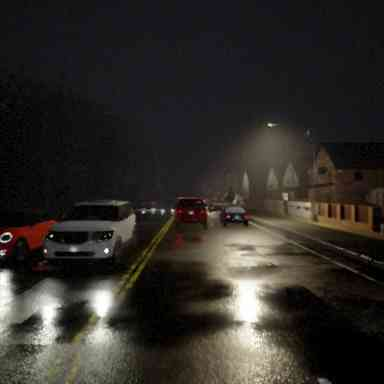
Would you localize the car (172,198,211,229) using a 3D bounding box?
[{"bbox_3d":[-0.070,1.425,23.582,2.150,2.045,5.566,0,0,0],"label":"car"}]

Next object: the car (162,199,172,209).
[{"bbox_3d":[-3.683,1.910,52.267,1.882,1.535,5.008,0,0,0],"label":"car"}]

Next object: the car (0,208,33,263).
[{"bbox_3d":[-6.686,1.458,12.402,2.097,1.767,4.553,0,0,-1],"label":"car"}]

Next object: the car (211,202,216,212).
[{"bbox_3d":[2.987,1.949,41.226,1.895,1.301,4.718,0,0,0],"label":"car"}]

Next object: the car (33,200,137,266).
[{"bbox_3d":[-3.439,1.330,12.385,2.150,2.045,5.566,0,-1,0],"label":"car"}]

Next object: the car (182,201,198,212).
[{"bbox_3d":[-0.232,1.929,45.689,2.033,1.411,5.357,0,0,0],"label":"car"}]

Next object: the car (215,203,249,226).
[{"bbox_3d":[3.112,1.767,25.305,2.033,1.411,5.357,0,0,1],"label":"car"}]

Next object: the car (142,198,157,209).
[{"bbox_3d":[-6.932,1.802,54.793,2.097,1.767,4.553,0,0,0],"label":"car"}]
